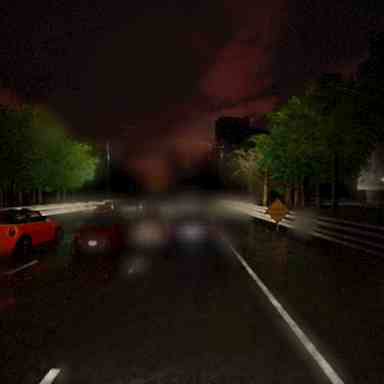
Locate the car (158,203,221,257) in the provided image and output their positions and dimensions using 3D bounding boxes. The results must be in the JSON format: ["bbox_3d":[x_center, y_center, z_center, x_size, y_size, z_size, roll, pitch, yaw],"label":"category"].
[{"bbox_3d":[-0.021,1.482,13.644,2.097,1.767,4.553,0,-1,0],"label":"car"}]

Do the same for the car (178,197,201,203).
[{"bbox_3d":[-0.169,1.492,27.850,2.150,2.045,5.566,0,0,0],"label":"car"}]

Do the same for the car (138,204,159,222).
[{"bbox_3d":[-3.671,1.769,28.755,2.128,1.511,4.902,0,0,0],"label":"car"}]

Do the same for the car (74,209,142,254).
[{"bbox_3d":[-3.520,1.660,14.103,1.812,1.442,4.674,0,0,0],"label":"car"}]

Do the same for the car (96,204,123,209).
[{"bbox_3d":[-7.171,1.783,28.698,1.837,1.490,4.892,0,0,0],"label":"car"}]

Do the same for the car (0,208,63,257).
[{"bbox_3d":[-7.022,1.481,13.606,2.097,1.767,4.553,0,-1,0],"label":"car"}]

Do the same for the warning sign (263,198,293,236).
[{"bbox_3d":[4.490,1.282,17.453,1.300,1.860,1.060,1,0,0],"label":"warning sign"}]
